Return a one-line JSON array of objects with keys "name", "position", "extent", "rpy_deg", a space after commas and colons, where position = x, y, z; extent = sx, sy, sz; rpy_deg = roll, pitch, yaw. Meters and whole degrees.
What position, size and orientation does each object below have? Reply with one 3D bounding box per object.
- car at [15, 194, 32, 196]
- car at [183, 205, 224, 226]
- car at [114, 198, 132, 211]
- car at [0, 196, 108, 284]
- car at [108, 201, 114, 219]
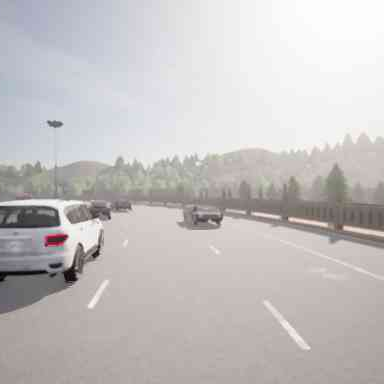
[{"name": "car", "position": [-18.693, 1.271, 36.948], "extent": [2.150, 2.045, 5.566], "rpy_deg": [0, 0, -24]}, {"name": "car", "position": [0.642, 1.580, 23.579], "extent": [1.895, 1.301, 4.718], "rpy_deg": [0, 0, -13]}, {"name": "car", "position": [-8.684, 1.497, 40.560], "extent": [2.128, 1.511, 4.902], "rpy_deg": [0, 0, -23]}, {"name": "car", "position": [-4.076, 1.231, 9.820], "extent": [2.150, 2.045, 5.566], "rpy_deg": [0, 0, -6]}, {"name": "car", "position": [-8.209, 1.517, 29.358], "extent": [1.837, 1.490, 4.892], "rpy_deg": [0, 0, -17]}]
